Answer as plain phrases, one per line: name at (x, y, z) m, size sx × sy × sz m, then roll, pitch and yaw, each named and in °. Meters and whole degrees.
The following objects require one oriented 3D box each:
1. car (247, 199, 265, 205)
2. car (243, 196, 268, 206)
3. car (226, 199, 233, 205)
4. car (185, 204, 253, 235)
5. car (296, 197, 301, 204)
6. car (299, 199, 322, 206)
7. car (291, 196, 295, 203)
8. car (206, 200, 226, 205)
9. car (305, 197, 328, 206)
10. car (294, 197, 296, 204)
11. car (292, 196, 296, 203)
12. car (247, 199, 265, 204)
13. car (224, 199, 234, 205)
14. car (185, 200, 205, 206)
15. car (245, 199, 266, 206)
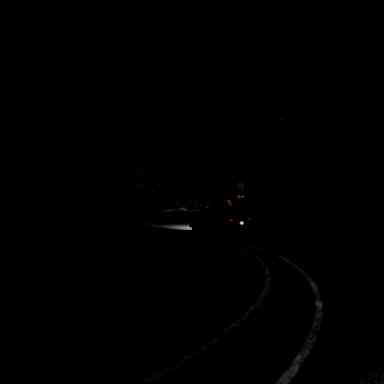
car at (17.154, 2.630, 88.927) m, size 4.674 × 1.452 × 2.002 m, roll 0°, pitch -1°, yaw 12°
car at (14.268, 2.155, 75.100) m, size 5.566 × 2.045 × 2.435 m, roll 0°, pitch -1°, yaw 12°
car at (6.721, 2.466, 70.075) m, size 2.128 × 1.511 × 4.902 m, roll 0°, pitch -1°, yaw 12°
car at (1.637, 1.664, 19.717) m, size 1.994 × 1.385 × 4.181 m, roll 0°, pitch -1°, yaw -32°
car at (27.195, 2.156, 75.534) m, size 5.566 × 2.045 × 2.435 m, roll 0°, pitch -1°, yaw 12°
car at (27.775, 2.444, 78.168) m, size 4.892 × 1.521 × 2.231 m, roll 0°, pitch -1°, yaw 12°
car at (30.042, 2.585, 89.231) m, size 5.008 × 1.535 × 2.097 m, roll 0°, pitch -1°, yaw 12°
car at (4.169, 2.249, 58.049) m, size 1.882 × 1.535 × 5.008 m, roll 0°, pitch -1°, yaw 13°
car at (25.993, 2.194, 69.879) m, size 4.553 × 1.767 × 2.185 m, roll 0°, pitch 0°, yaw 12°
car at (28.901, 2.517, 83.700) m, size 4.892 × 1.521 × 2.231 m, roll 0°, pitch -1°, yaw 12°
car at (29.471, 2.551, 86.466) m, size 5.008 × 1.535 × 2.097 m, roll 0°, pitch -1°, yaw 12°
car at (17.693, 2.655, 91.701) m, size 4.792 × 1.488 × 2.163 m, roll 0°, pitch -1°, yaw 12°
car at (8.877, 2.371, 79.984) m, size 1.882 × 1.535 × 5.008 m, roll 0°, pitch -1°, yaw 12°
car at (0.302, 2.100, 56.358) m, size 2.097 × 1.767 × 4.553 m, roll 0°, pitch -1°, yaw 13°
car at (15.433, 2.483, 80.628) m, size 5.008 × 1.535 × 2.097 m, roll 0°, pitch -1°, yaw 12°
